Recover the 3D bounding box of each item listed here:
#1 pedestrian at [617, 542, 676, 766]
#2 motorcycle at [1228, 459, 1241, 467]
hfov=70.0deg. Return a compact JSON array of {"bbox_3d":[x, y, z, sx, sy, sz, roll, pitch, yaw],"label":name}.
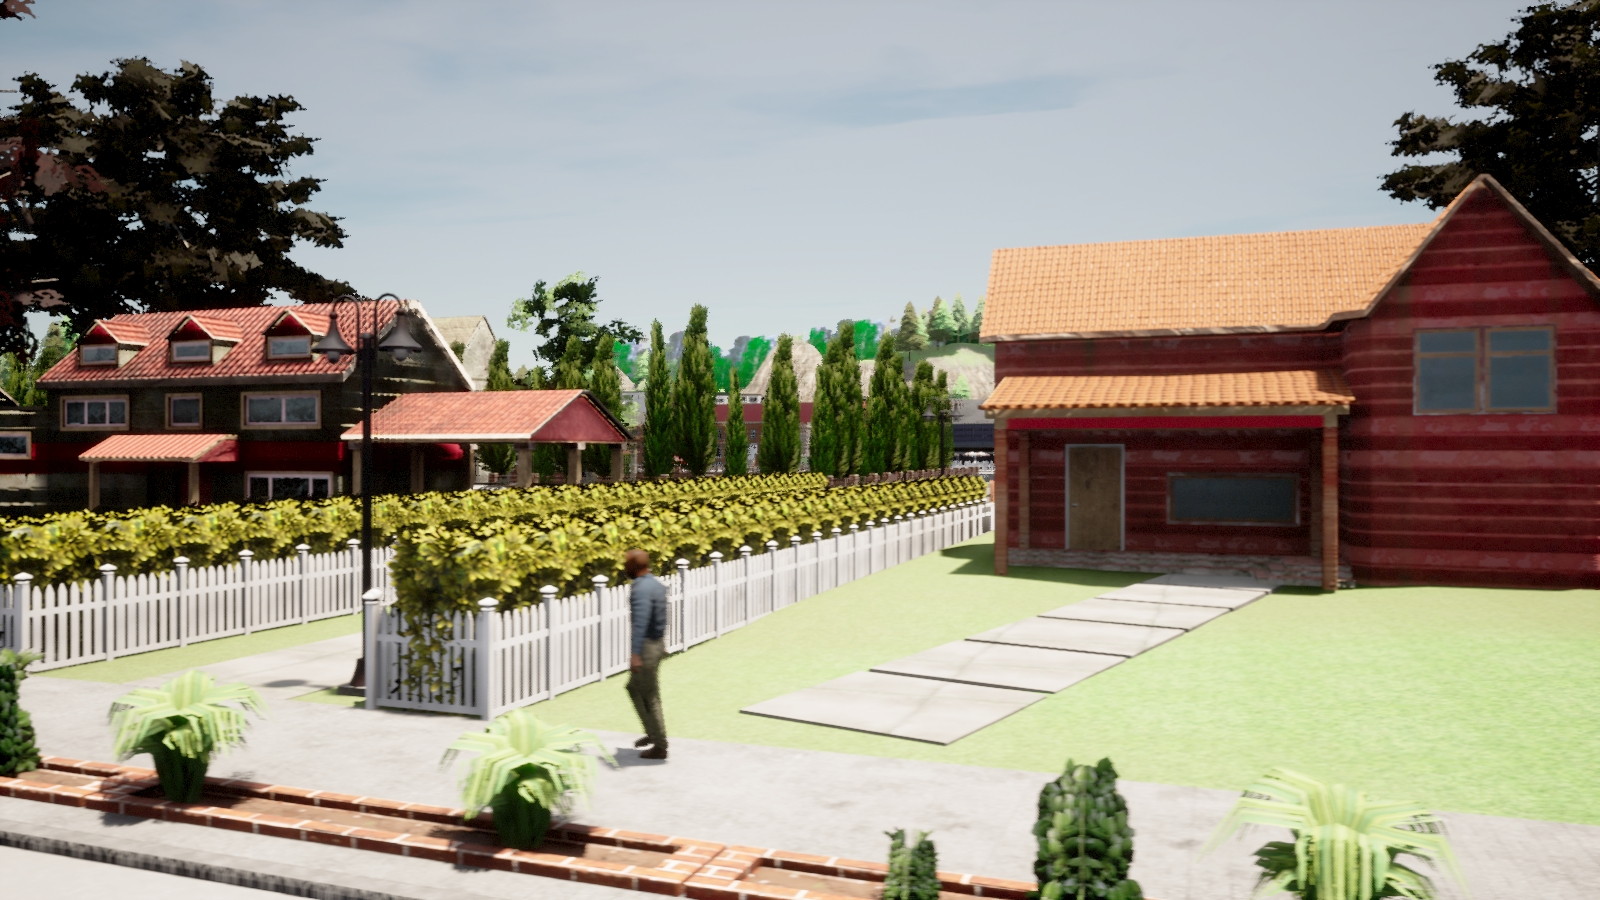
[{"bbox_3d":[-1.328,1.743,9.895,0.375,1.860,0.375,0,0,18],"label":"pedestrian"},{"bbox_3d":[72.413,2.186,190.271,2.033,1.199,0.803,1,0,20],"label":"motorcycle"}]
